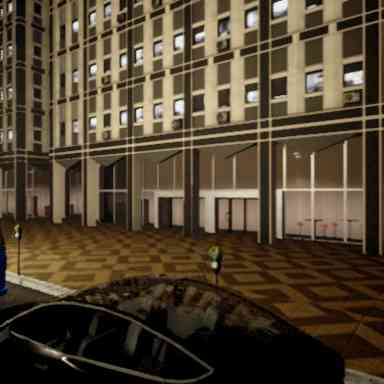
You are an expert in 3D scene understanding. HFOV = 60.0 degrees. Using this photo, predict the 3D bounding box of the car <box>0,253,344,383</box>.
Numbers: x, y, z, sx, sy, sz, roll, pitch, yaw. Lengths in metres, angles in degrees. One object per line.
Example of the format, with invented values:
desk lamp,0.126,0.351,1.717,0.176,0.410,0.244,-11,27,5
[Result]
car,-0.736,1.561,3.404,4.313,1.339,1.947,0,0,36

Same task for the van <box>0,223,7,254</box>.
van,-5.370,1.322,6.712,3.998,1.788,1.690,0,0,36
